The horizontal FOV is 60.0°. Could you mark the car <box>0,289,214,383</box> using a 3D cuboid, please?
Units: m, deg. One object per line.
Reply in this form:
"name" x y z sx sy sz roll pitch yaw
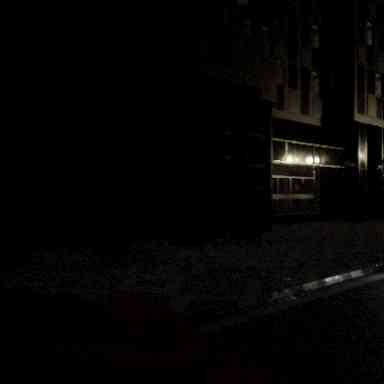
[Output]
"car" -2.164 1.477 1.834 5.008 1.535 1.882 0 0 -35
